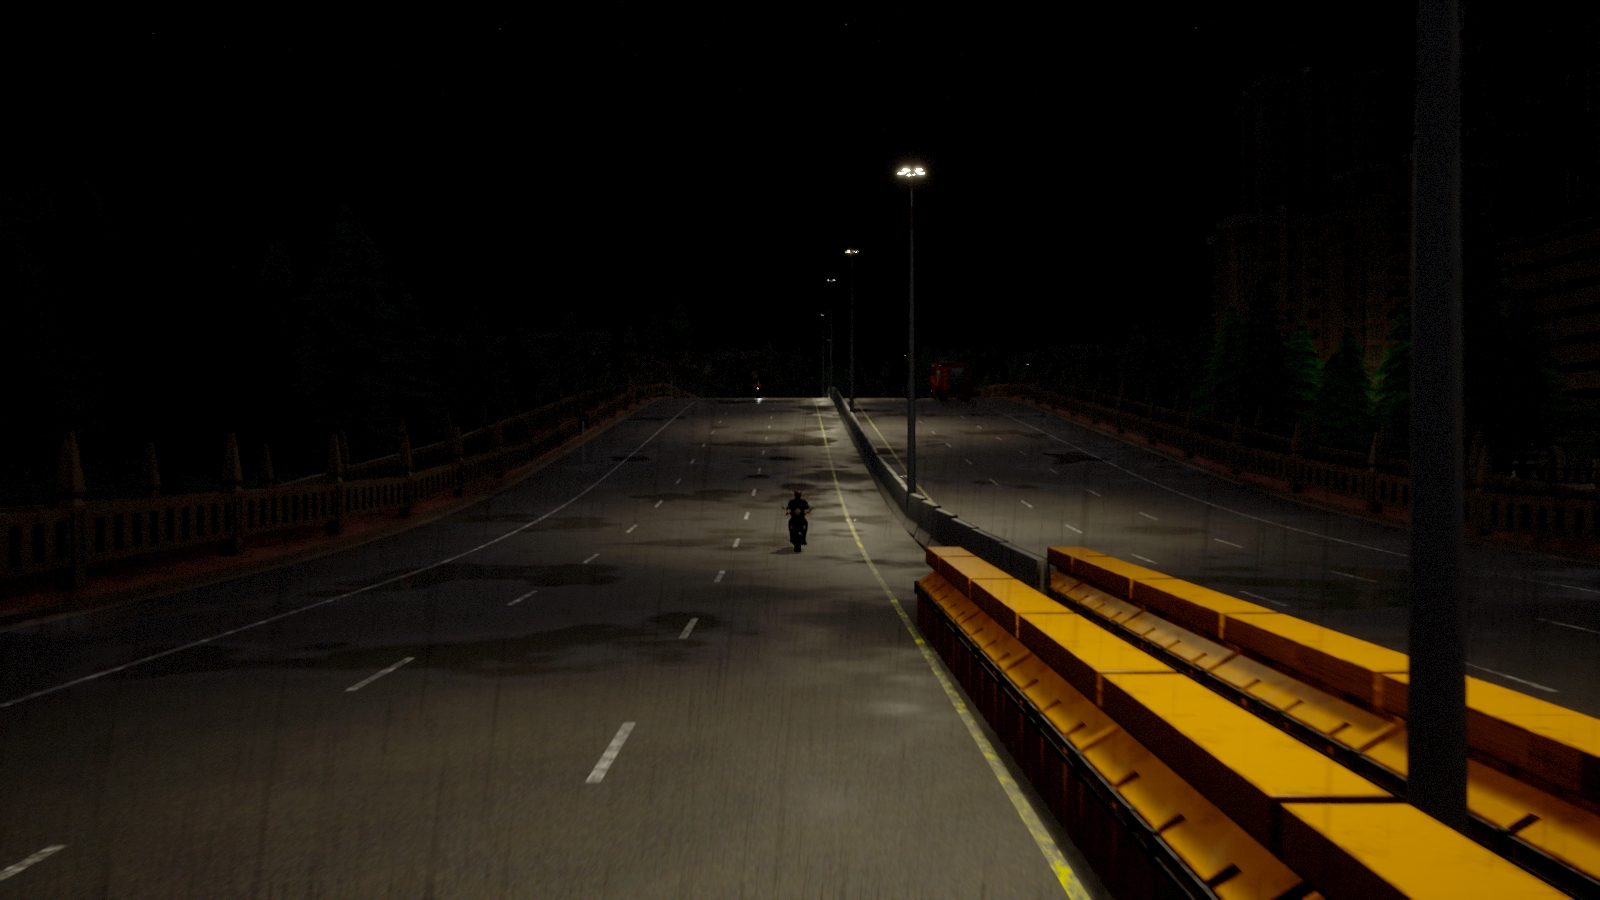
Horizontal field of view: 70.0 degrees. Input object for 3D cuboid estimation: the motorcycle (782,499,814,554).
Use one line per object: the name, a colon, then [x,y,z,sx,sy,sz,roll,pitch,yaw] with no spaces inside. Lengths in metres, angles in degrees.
motorcycle: [-0.054,2.043,30.803,0.856,1.316,1.805,0,1,0]
